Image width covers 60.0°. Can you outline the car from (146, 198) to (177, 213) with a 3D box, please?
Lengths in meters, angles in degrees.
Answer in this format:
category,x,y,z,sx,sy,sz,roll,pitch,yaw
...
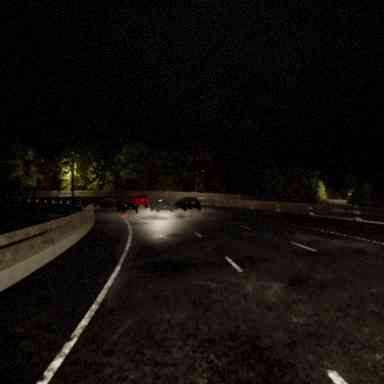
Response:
category,x,y,z,sx,sy,sz,roll,pitch,yaw
car,-3.548,1.588,38.254,1.994,1.385,4.181,-1,0,-19

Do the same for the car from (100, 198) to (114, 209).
category,x,y,z,sx,sy,sz,roll,pitch,yaw
car,-12.252,1.601,49.251,1.882,1.535,5.008,-1,0,-29

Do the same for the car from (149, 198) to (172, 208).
category,x,y,z,sx,sy,sz,roll,pitch,yaw
car,-4.748,1.598,49.957,1.994,1.385,4.181,-1,0,-27

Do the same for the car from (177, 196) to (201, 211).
category,x,y,z,sx,sy,sz,roll,pitch,yaw
car,-0.553,1.340,40.207,2.097,1.767,4.553,-1,0,-21

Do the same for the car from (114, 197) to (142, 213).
category,x,y,z,sx,sy,sz,roll,pitch,yaw
car,-7.581,1.598,39.032,1.812,1.442,4.674,-1,0,-21

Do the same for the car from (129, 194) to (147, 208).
category,x,y,z,sx,sy,sz,roll,pitch,yaw
car,-8.140,1.298,48.961,2.150,2.045,5.566,-1,0,-27
